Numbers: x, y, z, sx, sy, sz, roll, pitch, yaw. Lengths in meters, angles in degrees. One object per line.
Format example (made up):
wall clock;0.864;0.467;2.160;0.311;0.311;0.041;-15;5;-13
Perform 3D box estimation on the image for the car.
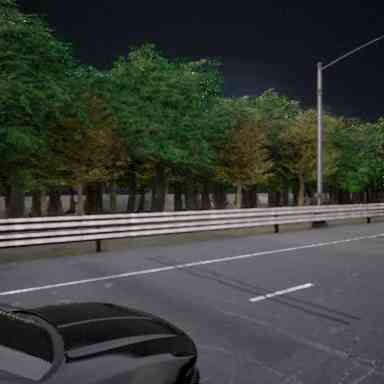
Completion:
car;-2.210;1.478;2.172;5.008;1.535;1.882;0;0;-35
